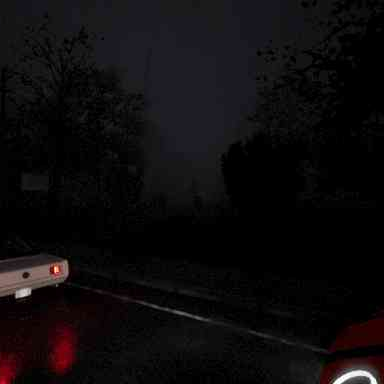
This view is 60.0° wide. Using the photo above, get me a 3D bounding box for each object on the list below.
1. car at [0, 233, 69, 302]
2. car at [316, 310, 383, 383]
[{"bbox_3d":[-4.960,1.600,7.515,4.718,1.301,1.895,0,0,35],"label":"car"},{"bbox_3d":[3.066,1.352,1.842,4.553,1.767,2.097,0,0,35],"label":"car"}]
